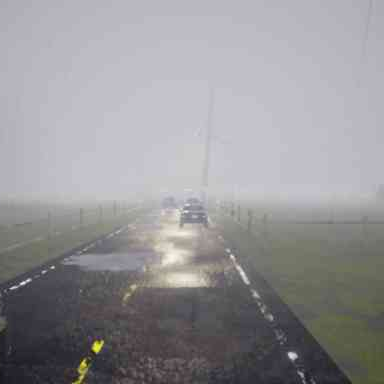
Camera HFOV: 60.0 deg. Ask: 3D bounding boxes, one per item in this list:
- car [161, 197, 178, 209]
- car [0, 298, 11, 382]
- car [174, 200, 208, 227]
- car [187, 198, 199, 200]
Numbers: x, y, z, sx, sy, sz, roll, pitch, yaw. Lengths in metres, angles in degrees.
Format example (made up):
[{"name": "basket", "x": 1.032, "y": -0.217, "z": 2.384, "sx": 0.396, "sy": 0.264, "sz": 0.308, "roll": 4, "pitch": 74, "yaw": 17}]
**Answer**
[{"name": "car", "x": -2.836, "y": 1.400, "z": 42.941, "sx": 1.882, "sy": 1.535, "sz": 5.008, "roll": 0, "pitch": 0, "yaw": 0}, {"name": "car", "x": -2.849, "y": 1.488, "z": 1.571, "sx": 2.128, "sy": 1.511, "sz": 4.902, "roll": 0, "pitch": 0, "yaw": 0}, {"name": "car", "x": 0.100, "y": 1.502, "z": 22.201, "sx": 2.033, "sy": 1.411, "sz": 5.357, "roll": 0, "pitch": 0, "yaw": 0}, {"name": "car", "x": 0.094, "y": 1.403, "z": 40.345, "sx": 1.882, "sy": 1.535, "sz": 5.008, "roll": 0, "pitch": 0, "yaw": 0}]
